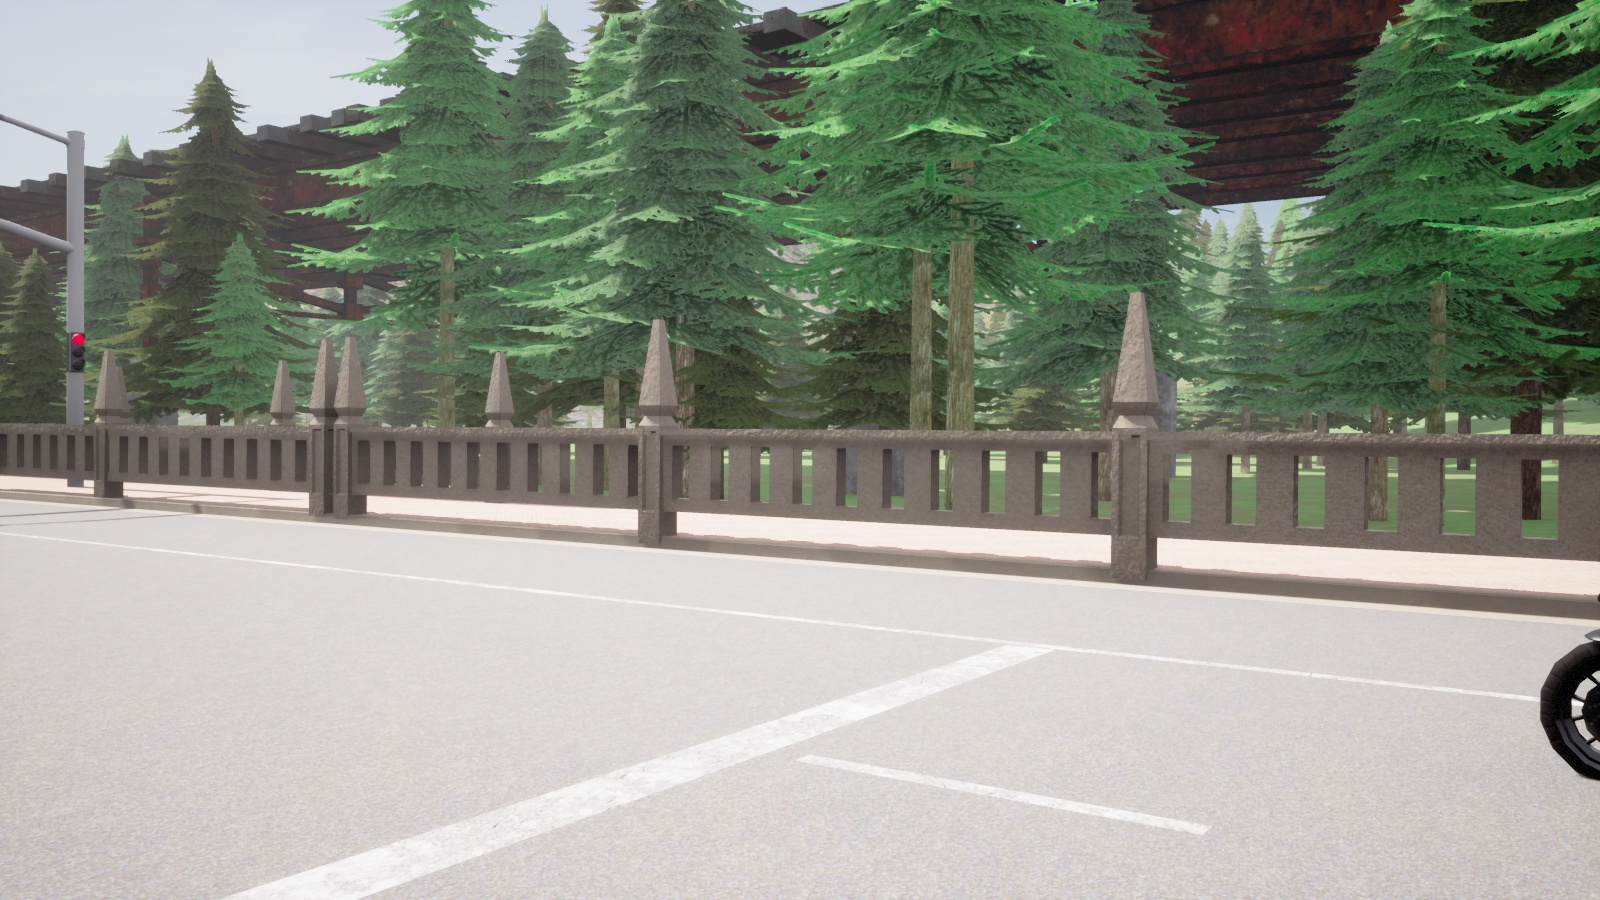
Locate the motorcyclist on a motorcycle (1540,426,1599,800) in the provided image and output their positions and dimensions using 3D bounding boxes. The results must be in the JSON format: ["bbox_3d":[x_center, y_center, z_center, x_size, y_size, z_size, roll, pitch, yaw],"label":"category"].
[{"bbox_3d":[4.247,0.660,5.004,2.191,1.530,0.866,0,1,34],"label":"motorcyclist on a motorcycle"}]
